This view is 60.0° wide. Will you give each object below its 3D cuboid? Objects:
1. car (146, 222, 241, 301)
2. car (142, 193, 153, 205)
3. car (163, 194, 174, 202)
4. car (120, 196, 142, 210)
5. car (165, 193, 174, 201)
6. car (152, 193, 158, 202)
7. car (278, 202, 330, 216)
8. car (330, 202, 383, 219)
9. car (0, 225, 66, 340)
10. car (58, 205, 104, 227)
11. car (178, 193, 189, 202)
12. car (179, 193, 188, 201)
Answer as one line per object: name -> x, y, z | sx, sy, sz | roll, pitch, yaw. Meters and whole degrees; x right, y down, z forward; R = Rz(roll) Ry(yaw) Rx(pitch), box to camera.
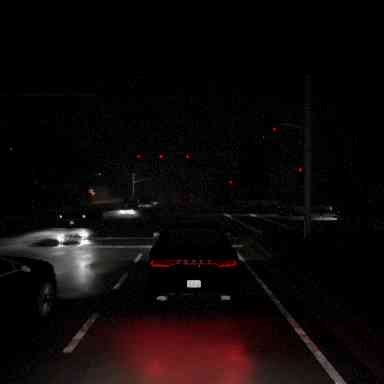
car -> 0.001, 1.477, 8.378 | 1.882, 1.535, 5.008 | 0, 0, -1
car -> -8.611, 1.474, 59.667 | 1.882, 1.535, 5.008 | 0, 0, -1
car -> -5.416, 1.529, 74.542 | 2.033, 1.411, 5.357 | 0, 0, -1
car -> -8.208, 1.489, 43.618 | 2.128, 1.511, 4.902 | 0, 0, -2
car -> -5.689, 1.265, 85.147 | 2.097, 1.767, 4.553 | 0, 0, -1
car -> -8.915, 1.217, 74.471 | 2.150, 2.045, 5.566 | 0, 0, -1
car -> 10.865, 1.599, 32.348 | 4.718, 1.301, 1.895 | 0, 0, -2
car -> 14.761, 1.562, 28.959 | 4.181, 1.385, 1.994 | 0, 0, -2
car -> -3.468, 1.491, 4.386 | 2.128, 1.511, 4.902 | 0, 0, 0
car -> -7.520, 1.599, 22.840 | 1.895, 1.301, 4.718 | 0, 0, -2
car -> -1.901, 1.221, 74.242 | 2.150, 2.045, 5.566 | 0, 0, -1
car -> -2.183, 1.220, 84.975 | 2.150, 2.045, 5.566 | 0, 0, -1
